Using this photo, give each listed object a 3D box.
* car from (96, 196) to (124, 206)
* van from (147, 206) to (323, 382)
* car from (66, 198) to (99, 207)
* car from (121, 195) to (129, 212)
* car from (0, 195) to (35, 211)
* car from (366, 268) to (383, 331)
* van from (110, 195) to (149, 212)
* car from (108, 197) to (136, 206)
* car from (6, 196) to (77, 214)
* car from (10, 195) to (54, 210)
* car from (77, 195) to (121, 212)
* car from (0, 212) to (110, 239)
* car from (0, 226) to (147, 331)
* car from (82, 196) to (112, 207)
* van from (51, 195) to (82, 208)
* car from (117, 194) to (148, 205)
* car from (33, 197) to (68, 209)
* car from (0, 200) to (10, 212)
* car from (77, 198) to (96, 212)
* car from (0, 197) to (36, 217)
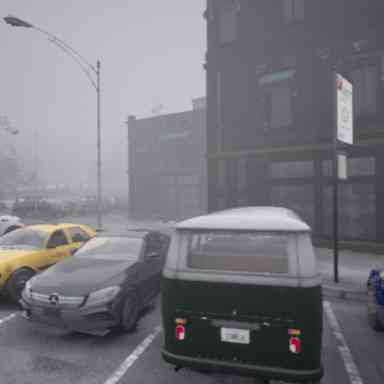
[{"bbox_3d":[-15.239,1.674,61.722,4.553,1.767,2.185,-1,0,14],"label":"car"},{"bbox_3d":[1.011,1.270,5.578,1.878,1.987,4.442,0,-1,15],"label":"van"},{"bbox_3d":[-18.613,1.807,56.700,4.892,1.521,2.231,-1,-1,14],"label":"car"},{"bbox_3d":[-9.662,1.433,39.570,5.566,2.045,2.435,0,1,14],"label":"car"},{"bbox_3d":[-25.325,1.564,46.622,5.566,2.045,2.435,-1,0,14],"label":"car"},{"bbox_3d":[3.437,1.472,3.731,2.097,1.535,5.008,0,-1,15],"label":"car"},{"bbox_3d":[-7.883,1.457,42.012,4.442,1.987,1.878,0,0,14],"label":"van"},{"bbox_3d":[-13.563,1.826,64.239,4.792,1.488,2.163,-1,-1,14],"label":"car"},{"bbox_3d":[-14.516,1.439,32.178,5.566,2.045,2.435,0,0,14],"label":"car"},{"bbox_3d":[-23.598,1.561,49.149,5.566,2.045,2.435,-1,-1,13],"label":"car"},{"bbox_3d":[-11.300,1.435,37.106,5.566,2.045,2.435,0,1,14],"label":"car"},{"bbox_3d":[-3.983,1.532,8.728,1.946,1.575,5.366,0,-1,15],"label":"car"},{"bbox_3d":[-1.469,1.556,7.188,2.002,1.452,4.674,0,-1,15],"label":"car"},{"bbox_3d":[-16.907,1.677,59.193,4.553,1.767,2.185,-1,0,14],"label":"car"},{"bbox_3d":[-20.397,1.585,54.203,4.442,1.987,1.878,-1,0,14],"label":"van"},{"bbox_3d":[-11.955,1.543,66.774,5.566,2.045,2.435,-1,0,13],"label":"car"},{"bbox_3d":[-21.983,1.686,51.675,4.553,1.767,2.185,-1,-1,13],"label":"car"},{"bbox_3d":[-26.991,1.847,44.098,4.792,1.488,2.163,-1,0,14],"label":"car"},{"bbox_3d":[-12.935,1.717,34.630,4.792,1.488,2.163,0,0,13],"label":"car"},{"bbox_3d":[-8.865,1.331,12.381,2.435,2.045,5.566,0,-1,15],"label":"car"}]
